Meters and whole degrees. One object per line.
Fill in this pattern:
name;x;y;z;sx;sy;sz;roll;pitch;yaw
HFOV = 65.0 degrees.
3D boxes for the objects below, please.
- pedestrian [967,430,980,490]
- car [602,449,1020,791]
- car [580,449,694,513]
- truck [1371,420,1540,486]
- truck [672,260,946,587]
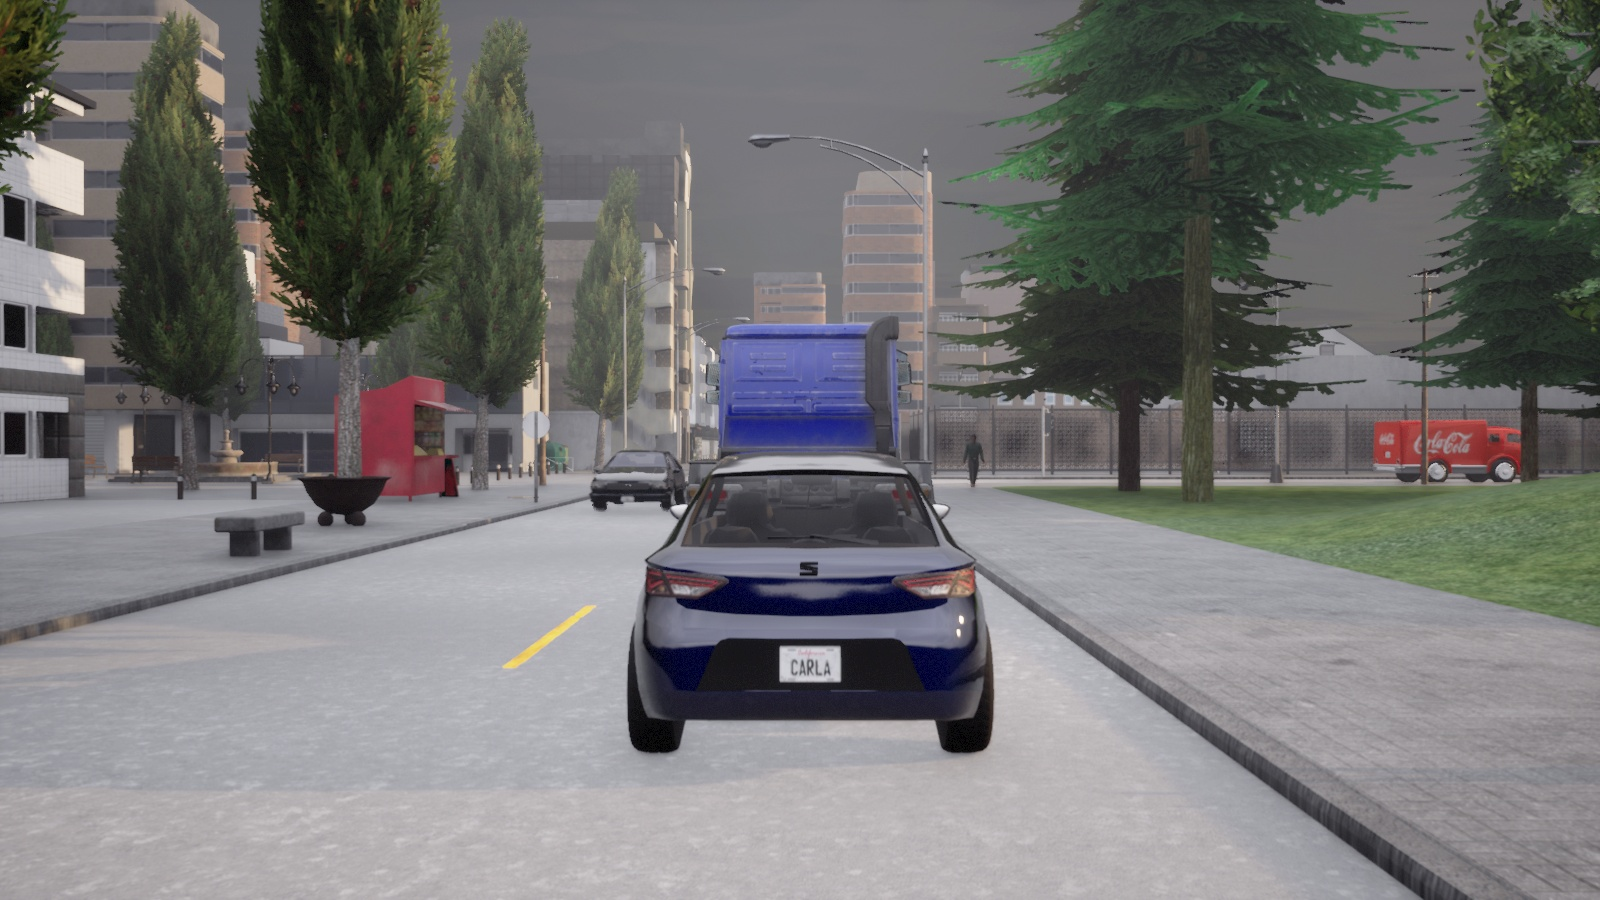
pedestrian;5.680;0.319;41.189;0.423;1.949;0.788;0;0;8
car;0.058;0.735;7.546;1.816;1.474;4.193;0;0;0
car;-3.820;0.686;30.396;2.033;1.411;5.357;0;0;0
truck;25.430;0.112;48.915;5.204;2.467;2.627;0;0;0
truck;0.119;-0.294;17.236;2.891;3.462;7.936;0;0;0
